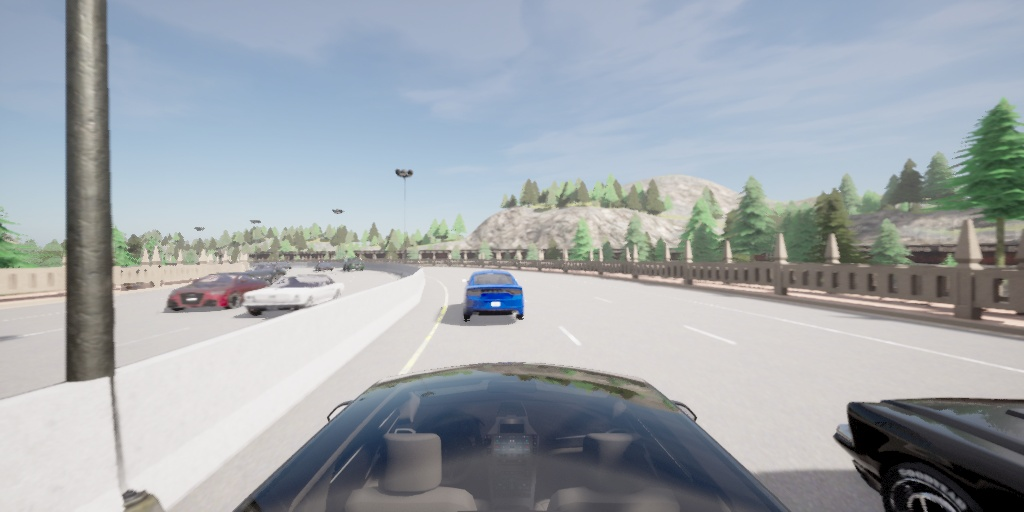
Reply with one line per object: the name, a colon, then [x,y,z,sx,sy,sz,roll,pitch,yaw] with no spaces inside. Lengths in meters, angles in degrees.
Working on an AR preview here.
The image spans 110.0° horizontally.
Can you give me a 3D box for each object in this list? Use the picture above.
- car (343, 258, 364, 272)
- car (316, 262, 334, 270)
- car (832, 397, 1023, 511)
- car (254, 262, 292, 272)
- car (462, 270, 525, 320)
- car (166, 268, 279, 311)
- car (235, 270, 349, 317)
car: [-23.605,1.255,53.362,2.150,2.045,5.566,-1,0,-34]
car: [-28.054,1.632,53.565,2.033,1.411,5.357,-1,0,-36]
car: [3.501,1.336,0.704,1.895,1.301,4.718,0,0,0]
car: [-18.236,1.399,26.647,2.128,1.511,4.902,0,0,-18]
car: [-0.755,1.239,12.780,1.882,1.535,5.008,0,0,-7]
car: [-11.849,1.392,14.859,1.994,1.385,4.181,0,0,-10]
car: [-8.106,1.404,13.815,1.895,1.301,4.718,0,0,-9]
